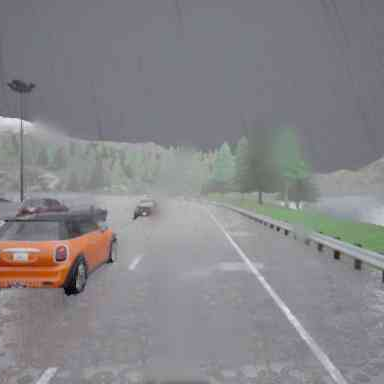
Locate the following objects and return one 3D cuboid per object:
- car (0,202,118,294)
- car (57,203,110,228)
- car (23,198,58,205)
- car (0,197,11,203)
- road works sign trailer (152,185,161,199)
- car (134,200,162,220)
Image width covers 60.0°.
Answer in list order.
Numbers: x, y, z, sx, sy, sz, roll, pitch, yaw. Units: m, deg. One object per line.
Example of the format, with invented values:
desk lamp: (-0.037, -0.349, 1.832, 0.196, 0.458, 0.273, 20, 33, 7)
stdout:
car: (-3.414, 1.297, 8.772, 2.097, 1.767, 4.553, 0, 0, 0)
car: (-6.919, 1.468, 21.799, 1.895, 1.301, 4.718, 0, 0, 0)
car: (-10.414, 1.206, 23.738, 2.097, 1.767, 4.553, 0, 0, 0)
car: (-21.240, 1.262, 35.420, 1.882, 1.535, 5.008, 0, 0, -2)
road works sign trailer: (-9.330, -0.058, 85.933, 2.380, 3.560, 2.880, 0, 0, -21)
car: (-3.410, 1.366, 26.141, 1.812, 1.442, 4.674, 0, 1, 0)
